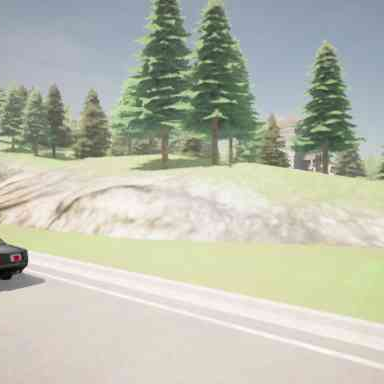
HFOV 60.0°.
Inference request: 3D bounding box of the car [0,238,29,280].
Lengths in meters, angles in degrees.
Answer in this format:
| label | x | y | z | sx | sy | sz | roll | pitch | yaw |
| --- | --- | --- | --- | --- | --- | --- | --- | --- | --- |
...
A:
| label | x | y | z | sx | sy | sz | roll | pitch | yaw |
| --- | --- | --- | --- | --- | --- | --- | --- | --- | --- |
| car | -6.234 | 1.530 | 8.441 | 4.718 | 1.301 | 1.895 | 1 | 0 | 36 |
